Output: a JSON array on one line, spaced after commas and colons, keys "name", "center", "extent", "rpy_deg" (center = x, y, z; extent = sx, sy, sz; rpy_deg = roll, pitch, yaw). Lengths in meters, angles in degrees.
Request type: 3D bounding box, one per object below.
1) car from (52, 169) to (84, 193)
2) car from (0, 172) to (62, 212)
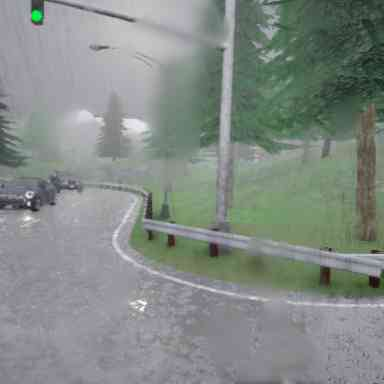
[{"name": "car", "center": [-11.494, -1.028, 30.213], "extent": [2.150, 2.045, 5.566], "rpy_deg": [0, 4, -32]}, {"name": "car", "center": [-8.661, -0.034, 17.461], "extent": [2.097, 1.767, 4.553], "rpy_deg": [2, 3, -7]}]
